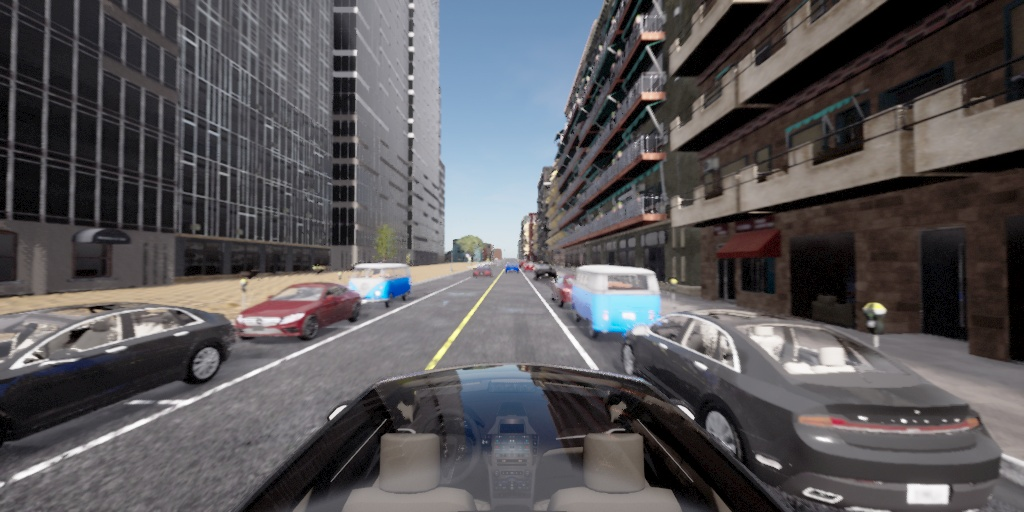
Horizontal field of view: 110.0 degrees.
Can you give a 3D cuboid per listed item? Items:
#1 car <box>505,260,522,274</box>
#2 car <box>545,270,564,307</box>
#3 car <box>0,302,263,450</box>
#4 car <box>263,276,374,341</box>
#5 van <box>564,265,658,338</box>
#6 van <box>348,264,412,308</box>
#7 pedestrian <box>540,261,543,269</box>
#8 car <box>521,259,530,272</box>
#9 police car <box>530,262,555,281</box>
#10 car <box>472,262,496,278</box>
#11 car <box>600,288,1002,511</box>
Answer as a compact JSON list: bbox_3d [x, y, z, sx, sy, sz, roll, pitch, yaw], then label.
[{"bbox_3d":[0.047,1.651,50.600,1.882,1.535,5.008,0,0,1],"label":"car"},{"bbox_3d":[2.696,1.462,15.796,1.802,1.307,4.207,0,0,0],"label":"car"},{"bbox_3d":[-5.689,1.327,4.481,2.007,1.370,4.403,0,0,0],"label":"car"},{"bbox_3d":[-5.687,1.411,10.127,1.802,1.307,4.207,0,0,0],"label":"car"},{"bbox_3d":[2.694,1.169,10.149,1.690,1.789,3.998,0,0,0],"label":"van"},{"bbox_3d":[-5.684,1.221,15.773,1.690,1.789,3.998,0,0,0],"label":"van"},{"bbox_3d":[3.013,1.354,36.787,0.375,1.860,0.375,1,-1,-3],"label":"pedestrian"},{"bbox_3d":[2.711,1.651,55.322,1.967,1.591,4.097,0,0,0],"label":"car"},{"bbox_3d":[3.012,1.461,33.767,1.930,1.638,5.238,0,0,0],"label":"police car"},{"bbox_3d":[-3.074,1.638,38.334,1.994,1.385,4.181,0,-1,0],"label":"car"},{"bbox_3d":[2.692,1.326,4.503,2.007,1.370,4.403,0,0,0],"label":"car"}]
